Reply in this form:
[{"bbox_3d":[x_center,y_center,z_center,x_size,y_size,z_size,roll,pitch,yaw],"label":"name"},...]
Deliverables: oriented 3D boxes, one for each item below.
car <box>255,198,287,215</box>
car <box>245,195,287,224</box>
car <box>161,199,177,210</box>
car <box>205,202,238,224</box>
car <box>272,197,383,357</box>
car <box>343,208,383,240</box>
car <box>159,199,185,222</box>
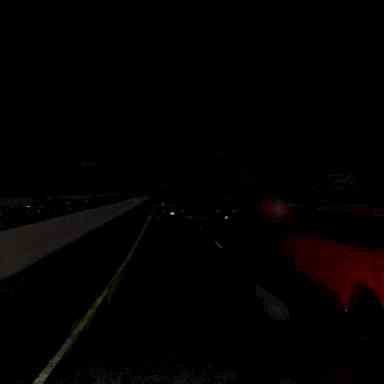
[{"bbox_3d":[8.208,1.480,35.087,1.837,1.490,4.892,0,0,-5],"label":"car"},{"bbox_3d":[5.580,1.204,24.769,2.150,2.045,5.566,0,0,-5],"label":"car"},{"bbox_3d":[-3.015,1.588,42.952,1.895,1.301,4.718,0,0,-5],"label":"car"},{"bbox_3d":[2.084,1.479,24.520,2.128,1.511,4.902,0,0,-5],"label":"car"},{"bbox_3d":[3.393,1.214,6.199,2.150,2.045,5.566,0,0,-2],"label":"car"},{"bbox_3d":[9.748,1.581,16.764,1.895,1.301,4.718,0,0,-4],"label":"car"},{"bbox_3d":[-1.605,1.557,26.553,1.994,1.385,4.181,0,0,-5],"label":"car"}]
